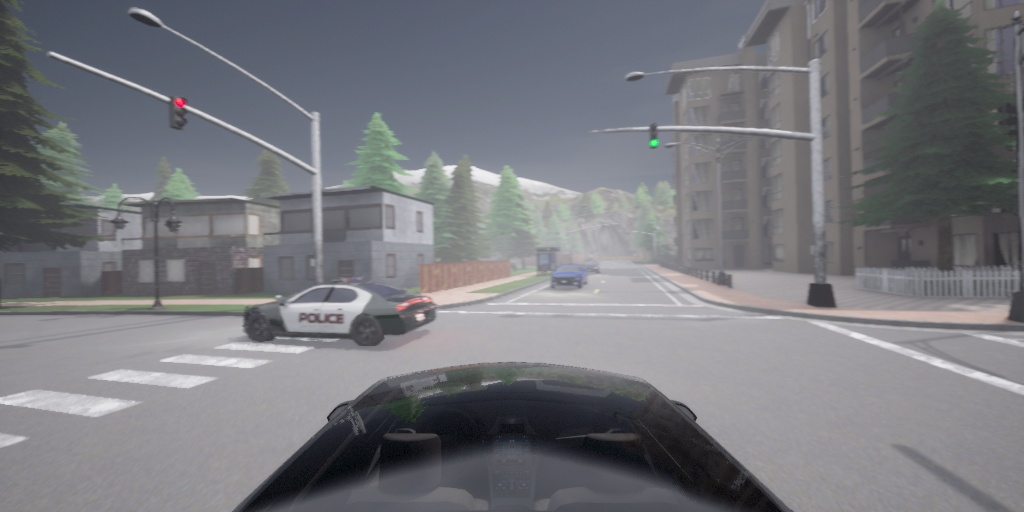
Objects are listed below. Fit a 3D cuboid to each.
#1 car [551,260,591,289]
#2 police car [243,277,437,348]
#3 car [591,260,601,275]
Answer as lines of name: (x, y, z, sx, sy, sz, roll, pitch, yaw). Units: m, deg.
car: (3.786, 1.215, 23.326, 1.882, 1.535, 5.008, -1, 0, 17)
police car: (-4.611, 1.390, 9.437, 4.974, 1.542, 2.038, -1, 0, 13)
car: (8.502, 1.204, 38.677, 1.812, 1.442, 4.674, -1, 0, 17)
